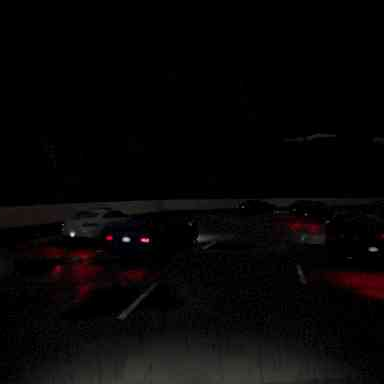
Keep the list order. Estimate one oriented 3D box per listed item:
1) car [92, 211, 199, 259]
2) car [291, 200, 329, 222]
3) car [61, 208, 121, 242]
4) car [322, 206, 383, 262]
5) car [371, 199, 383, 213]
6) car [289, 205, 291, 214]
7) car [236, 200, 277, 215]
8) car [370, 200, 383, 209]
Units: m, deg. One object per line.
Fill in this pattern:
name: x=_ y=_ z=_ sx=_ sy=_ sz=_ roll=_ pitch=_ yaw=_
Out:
car: x=-1.271 y=1.503 z=12.562 sx=2.033 sy=1.411 sz=5.357 roll=0 pitch=0 yaw=17
car: x=9.701 y=1.454 z=25.971 sx=1.882 sy=1.535 sz=5.008 roll=0 pitch=0 yaw=37
car: x=-4.072 y=1.457 z=15.533 sx=1.812 sy=1.442 sz=4.674 roll=0 pitch=0 yaw=18
car: x=5.897 y=1.475 z=11.808 sx=1.882 sy=1.535 sz=5.008 roll=0 pitch=0 yaw=17
car: x=22.034 y=1.539 z=36.822 sx=4.674 sy=1.442 sz=1.812 roll=0 pitch=0 yaw=-32
car: x=11.312 y=1.491 z=33.012 sx=1.812 sy=1.442 sz=4.674 roll=0 pitch=0 yaw=45
car: x=6.582 y=1.484 z=33.558 sx=2.033 sy=1.411 sz=5.357 roll=0 pitch=0 yaw=43
car: x=16.631 y=1.485 z=28.477 sx=5.008 sy=1.535 sz=1.882 roll=0 pitch=0 yaw=-44
